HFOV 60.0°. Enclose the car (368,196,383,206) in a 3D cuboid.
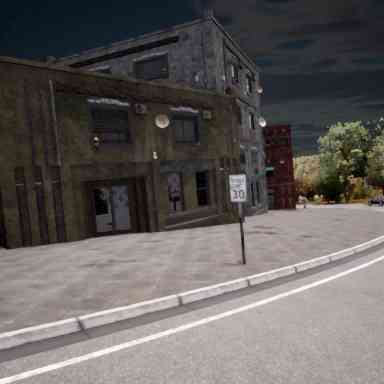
[{"bbox_3d":[28.973,1.395,51.141,2.128,1.511,4.902,-5,-2,-1],"label":"car"}]
